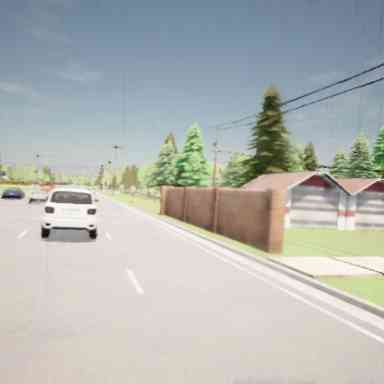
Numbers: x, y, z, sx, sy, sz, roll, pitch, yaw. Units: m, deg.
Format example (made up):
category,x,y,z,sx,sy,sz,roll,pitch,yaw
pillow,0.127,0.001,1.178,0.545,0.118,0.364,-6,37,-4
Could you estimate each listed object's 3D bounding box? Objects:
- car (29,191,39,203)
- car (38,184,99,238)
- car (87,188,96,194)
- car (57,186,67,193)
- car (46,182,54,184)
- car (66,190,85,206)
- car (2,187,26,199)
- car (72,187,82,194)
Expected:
category,x,y,z,sx,sy,sz,roll,pitch,yaw
car,-16.126,0.509,35.521,1.895,1.301,4.718,4,0,-19
car,-5.560,0.845,15.414,2.150,2.045,5.566,4,0,-19
car,-25.847,-0.209,85.428,1.812,1.442,4.674,4,0,-19
car,-32.344,-0.705,82.848,1.882,1.535,5.008,4,0,-19
car,-35.638,-1.066,81.714,2.097,1.767,4.553,4,0,-19
car,-13.202,0.637,37.784,1.812,1.442,4.674,4,0,-19
car,-21.350,0.114,40.034,1.994,1.385,4.181,4,0,-19
car,-29.071,-0.440,84.062,2.128,1.511,4.902,4,0,-19
